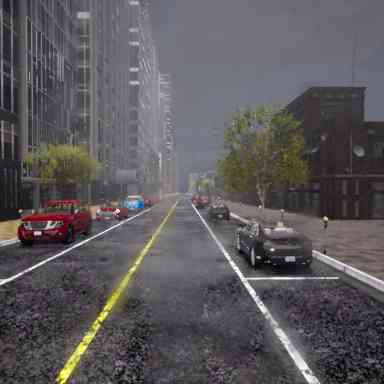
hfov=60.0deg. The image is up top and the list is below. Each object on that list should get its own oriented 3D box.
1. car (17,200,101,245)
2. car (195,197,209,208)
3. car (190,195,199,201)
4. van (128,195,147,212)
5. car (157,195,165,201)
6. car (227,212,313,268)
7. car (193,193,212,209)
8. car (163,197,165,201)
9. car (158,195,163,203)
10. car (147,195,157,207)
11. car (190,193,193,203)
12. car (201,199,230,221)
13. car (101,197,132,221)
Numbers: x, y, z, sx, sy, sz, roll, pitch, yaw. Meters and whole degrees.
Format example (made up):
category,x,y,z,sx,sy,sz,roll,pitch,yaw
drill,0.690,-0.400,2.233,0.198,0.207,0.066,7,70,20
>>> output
category,x,y,z,sx,sy,sz,roll,pitch,yaw
car,-6.165,1.312,15.656,2.192,1.841,5.009,-1,0,-1
car,1.469,1.514,49.953,1.752,1.417,4.829,-1,0,-1
car,0.647,1.545,82.980,1.947,1.339,4.313,-1,0,-1
van,-6.632,1.333,38.518,1.690,1.788,3.998,-1,0,-1
car,-7.728,1.504,82.613,1.752,1.417,4.829,-1,0,-1
car,2.567,1.549,11.057,2.008,1.369,4.403,-1,0,-1
car,1.607,1.305,44.250,2.192,1.841,5.009,-1,0,-1
car,-7.590,1.506,77.080,1.752,1.417,4.829,-1,0,-1
car,-7.318,1.528,66.184,1.887,1.381,4.507,-1,0,-1
car,-6.908,1.303,49.584,2.192,1.841,5.009,-1,0,-1
car,0.919,1.297,71.914,2.192,1.841,5.009,-1,0,-1
car,2.054,1.545,26.917,2.008,1.369,4.403,-1,0,-1
car,-6.349,1.435,26.724,1.967,1.590,4.097,-1,0,-1
